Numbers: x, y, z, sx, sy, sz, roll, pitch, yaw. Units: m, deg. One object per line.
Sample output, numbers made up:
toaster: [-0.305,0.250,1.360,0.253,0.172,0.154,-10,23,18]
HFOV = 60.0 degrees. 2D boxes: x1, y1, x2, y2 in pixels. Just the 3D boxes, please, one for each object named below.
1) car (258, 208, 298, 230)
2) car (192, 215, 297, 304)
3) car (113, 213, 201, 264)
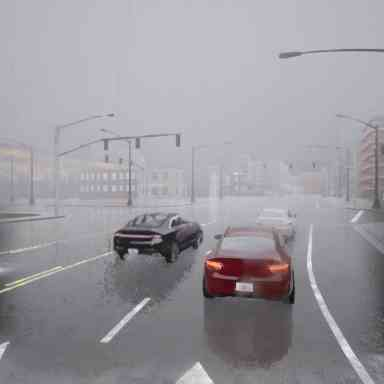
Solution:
car: [4.203,1.526,16.582,1.812,1.442,4.674,0,0,20]
car: [1.458,1.526,8.150,1.812,1.442,4.674,0,0,13]
car: [-0.999,1.493,11.947,2.128,1.511,4.902,0,0,17]
